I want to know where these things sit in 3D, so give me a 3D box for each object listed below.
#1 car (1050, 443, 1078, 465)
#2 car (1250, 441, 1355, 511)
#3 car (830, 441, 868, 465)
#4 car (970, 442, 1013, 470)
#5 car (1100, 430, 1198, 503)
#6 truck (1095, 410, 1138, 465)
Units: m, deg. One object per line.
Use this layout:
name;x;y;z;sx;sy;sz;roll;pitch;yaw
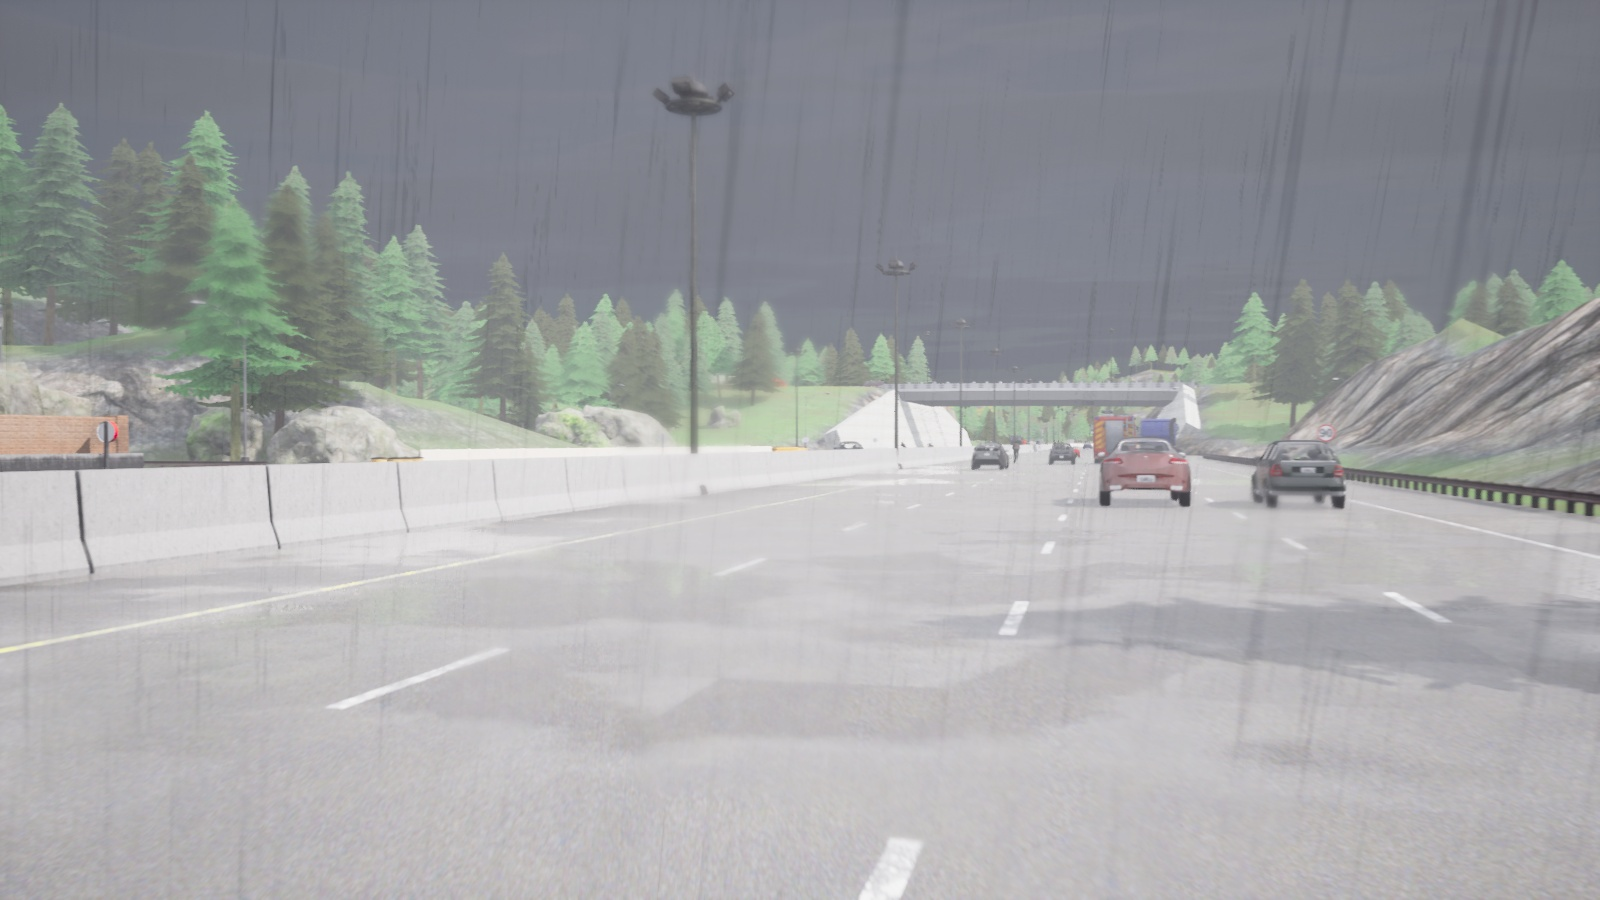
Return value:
car;18.443;0.287;87.563;1.816;1.474;4.193;0;0;13
car;11.815;0.568;29.753;1.789;1.549;3.705;0;0;13
car;3.332;0.178;84.568;1.851;1.617;3.988;0;0;13
car;10.854;0.307;70.878;2.007;1.525;4.514;0;0;13
car;8.589;0.357;31.291;2.152;1.651;5.027;0;0;13
truck;22.946;-0.909;91.338;2.891;3.827;8.468;0;0;13
